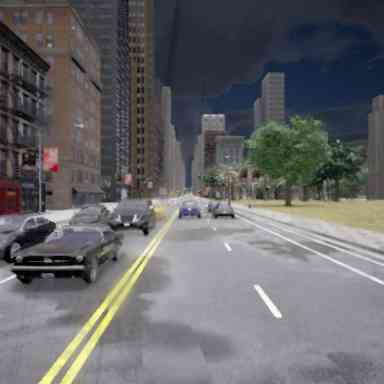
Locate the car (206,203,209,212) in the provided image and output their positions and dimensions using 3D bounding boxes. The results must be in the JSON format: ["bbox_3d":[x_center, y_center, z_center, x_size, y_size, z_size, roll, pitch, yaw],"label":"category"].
[{"bbox_3d":[2.959,1.889,43.791,2.033,1.411,5.357,0,0,0],"label":"car"}]

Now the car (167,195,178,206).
[{"bbox_3d":[-3.720,1.621,65.765,2.150,2.045,5.566,0,0,0],"label":"car"}]

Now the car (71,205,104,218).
[{"bbox_3d":[-6.734,1.703,22.615,1.837,1.490,4.892,0,0,0],"label":"car"}]

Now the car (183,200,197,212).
[{"bbox_3d":[-0.290,1.889,45.355,1.812,1.442,4.674,0,0,0],"label":"car"}]

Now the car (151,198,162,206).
[{"bbox_3d":[-6.969,1.929,65.769,1.812,1.442,4.674,0,0,0],"label":"car"}]

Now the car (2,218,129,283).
[{"bbox_3d":[-3.404,1.690,10.057,1.895,1.301,4.718,0,0,0],"label":"car"}]

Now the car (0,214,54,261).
[{"bbox_3d":[-6.672,1.609,12.403,2.128,1.511,4.902,0,0,0],"label":"car"}]

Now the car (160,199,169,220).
[{"bbox_3d":[-3.485,1.733,30.817,1.882,1.535,5.008,0,0,0],"label":"car"}]

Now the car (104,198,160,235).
[{"bbox_3d":[-3.470,1.393,20.342,2.150,2.045,5.566,0,0,0],"label":"car"}]

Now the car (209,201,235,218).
[{"bbox_3d":[3.029,1.816,32.711,1.994,1.385,4.181,0,0,0],"label":"car"}]

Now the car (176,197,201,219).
[{"bbox_3d":[-0.223,1.611,32.487,2.097,1.767,4.553,0,-1,0],"label":"car"}]
